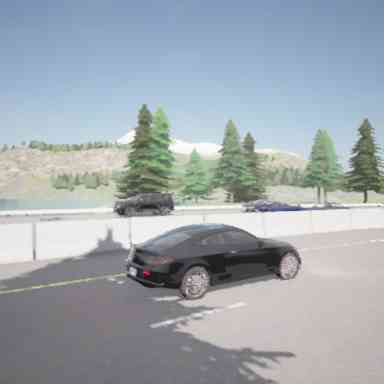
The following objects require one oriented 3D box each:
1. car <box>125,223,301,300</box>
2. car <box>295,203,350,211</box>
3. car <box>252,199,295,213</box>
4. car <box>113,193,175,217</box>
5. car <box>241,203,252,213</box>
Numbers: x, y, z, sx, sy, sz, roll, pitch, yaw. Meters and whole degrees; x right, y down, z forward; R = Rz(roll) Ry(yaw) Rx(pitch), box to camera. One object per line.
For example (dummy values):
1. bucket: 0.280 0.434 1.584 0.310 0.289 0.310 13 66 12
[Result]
1. car: 0.678 1.508 8.278 4.674 1.442 1.812 0 0 -33
2. car: 10.591 1.531 26.168 4.181 1.385 1.994 0 0 -26
3. car: 7.944 1.555 28.785 4.718 1.301 1.895 0 0 -27
4. car: -4.233 1.144 30.136 5.566 2.045 2.150 0 0 -30
5. car: 7.048 1.437 32.216 4.902 1.511 2.128 0 0 -26
